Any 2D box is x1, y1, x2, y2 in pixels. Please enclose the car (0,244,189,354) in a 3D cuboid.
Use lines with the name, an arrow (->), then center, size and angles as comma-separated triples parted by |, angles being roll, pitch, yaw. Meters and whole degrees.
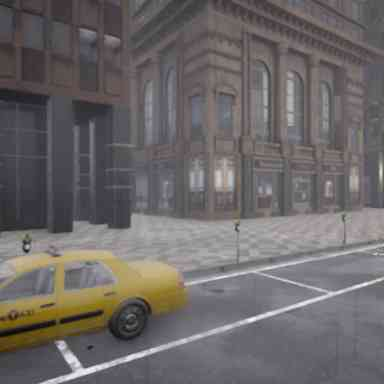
car -> -2.345, 1.521, 4.972 | 4.829, 1.417, 1.752 | 0, 0, -35
